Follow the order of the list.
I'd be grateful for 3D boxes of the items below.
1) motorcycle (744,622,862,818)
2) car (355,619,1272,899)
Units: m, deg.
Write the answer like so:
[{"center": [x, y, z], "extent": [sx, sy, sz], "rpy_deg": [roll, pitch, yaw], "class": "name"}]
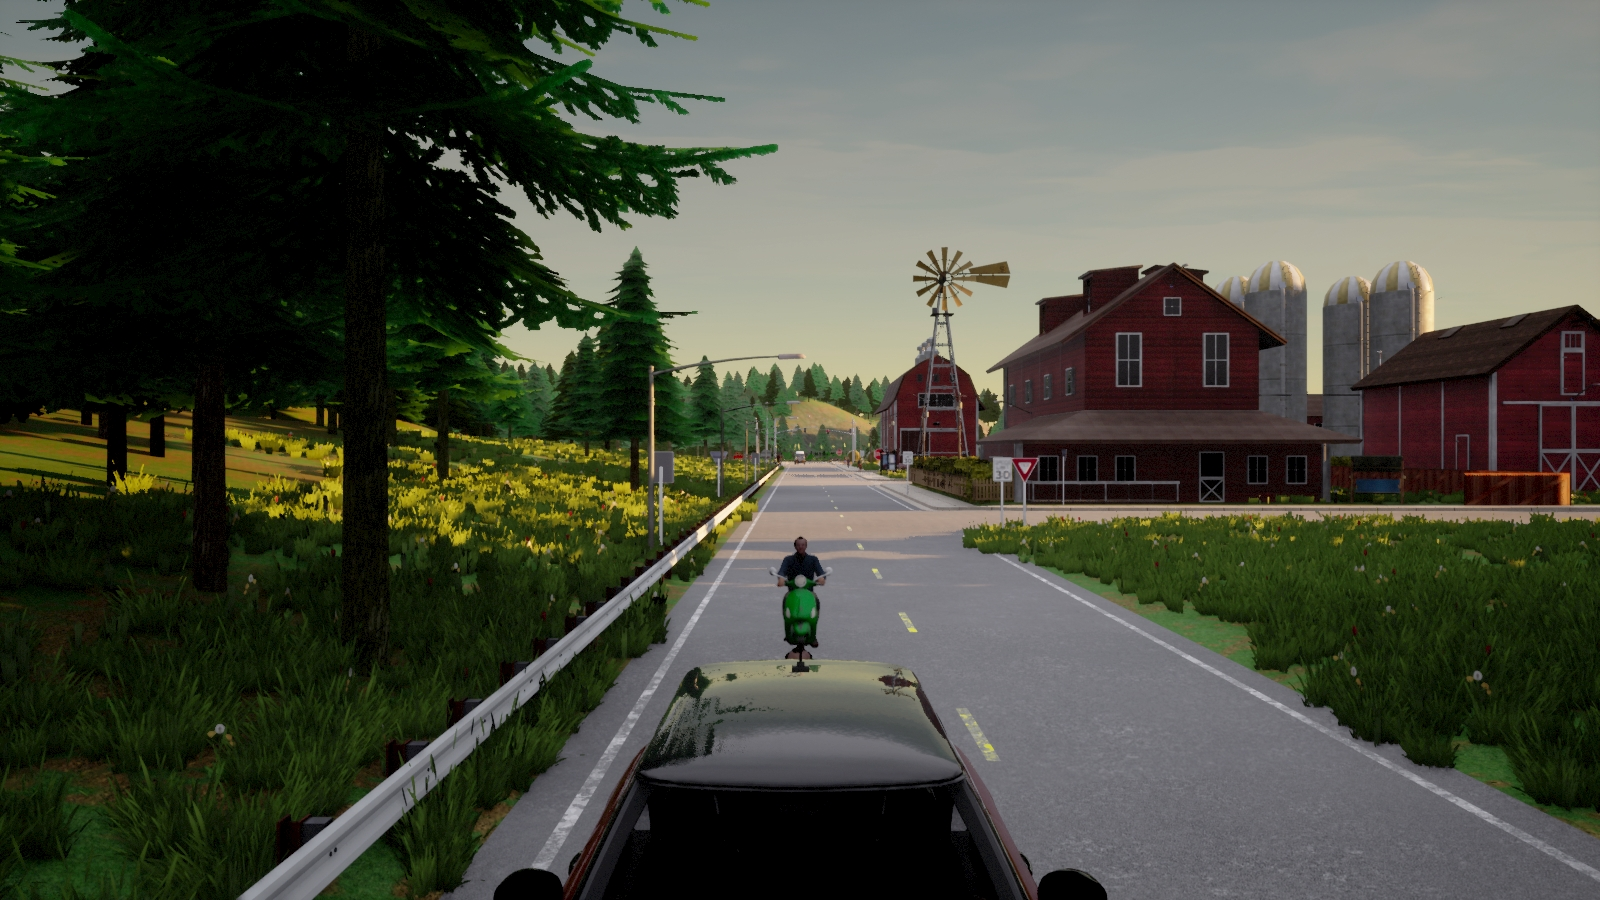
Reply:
[{"center": [0.016, 2.230, 9.842], "extent": [0.867, 1.251, 2.209], "rpy_deg": [-2, -3, 0], "class": "motorcycle"}, {"center": [0.032, 1.899, 4.503], "extent": [2.097, 1.767, 4.553], "rpy_deg": [0, 0, 0], "class": "car"}]
